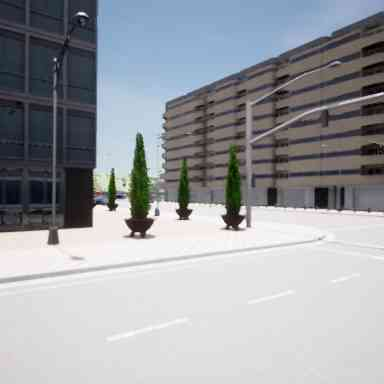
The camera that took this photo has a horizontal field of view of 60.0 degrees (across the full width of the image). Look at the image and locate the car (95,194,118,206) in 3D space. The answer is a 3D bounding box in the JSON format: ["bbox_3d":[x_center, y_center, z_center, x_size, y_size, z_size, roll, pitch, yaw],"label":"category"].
[{"bbox_3d":[-15.360,1.497,58.850,2.097,1.767,4.553,1,0,-35],"label":"car"}]
